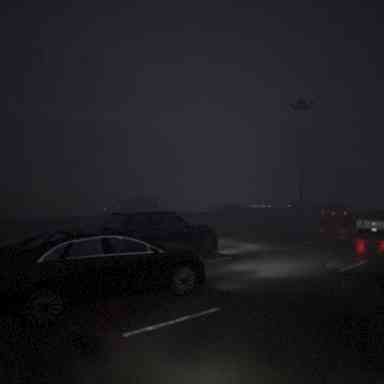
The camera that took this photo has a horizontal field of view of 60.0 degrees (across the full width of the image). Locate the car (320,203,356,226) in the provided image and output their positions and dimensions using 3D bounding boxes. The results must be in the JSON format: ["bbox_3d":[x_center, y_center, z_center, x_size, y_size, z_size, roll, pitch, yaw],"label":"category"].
[{"bbox_3d":[11.767,1.637,26.481,2.097,1.767,4.553,0,-1,36],"label":"car"}]

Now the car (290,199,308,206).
[{"bbox_3d":[20.992,2.154,63.959,2.128,1.511,4.902,0,0,29],"label":"car"}]

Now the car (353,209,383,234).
[{"bbox_3d":[11.610,1.837,20.375,1.895,1.301,4.718,0,-1,39],"label":"car"}]

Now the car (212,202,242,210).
[{"bbox_3d":[3.230,1.756,32.771,1.882,1.535,5.008,0,0,34],"label":"car"}]

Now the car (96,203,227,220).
[{"bbox_3d":[-1.186,1.440,12.188,4.553,1.767,2.097,1,-1,-39],"label":"car"}]

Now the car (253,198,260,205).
[{"bbox_3d":[15.256,2.217,75.388,2.128,1.511,4.902,0,-1,29],"label":"car"}]

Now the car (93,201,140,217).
[{"bbox_3d":[-7.943,1.751,35.432,1.812,1.442,4.674,1,0,41],"label":"car"}]

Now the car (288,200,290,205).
[{"bbox_3d":[23.194,2.267,75.334,2.128,1.511,4.902,0,-1,29],"label":"car"}]

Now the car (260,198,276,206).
[{"bbox_3d":[16.501,2.161,70.349,1.837,1.490,4.892,0,-1,29],"label":"car"}]

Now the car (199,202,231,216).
[{"bbox_3d":[2.699,1.882,38.267,1.994,1.385,4.181,0,0,31],"label":"car"}]

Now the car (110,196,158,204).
[{"bbox_3d":[-5.647,1.438,32.413,2.150,2.045,5.566,1,0,40],"label":"car"}]

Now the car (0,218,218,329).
[{"bbox_3d":[-1.896,1.534,7.072,4.902,1.511,2.128,1,0,-38],"label":"car"}]
